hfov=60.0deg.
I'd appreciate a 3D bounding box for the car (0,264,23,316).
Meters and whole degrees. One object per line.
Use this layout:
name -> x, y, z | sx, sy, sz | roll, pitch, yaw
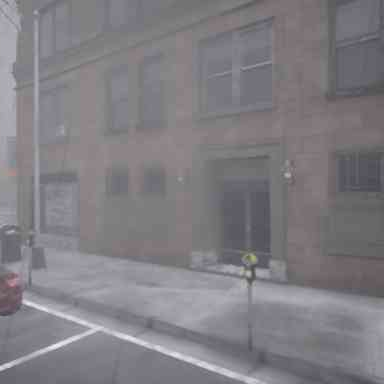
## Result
car -> -4.819, 1.653, 6.285 | 4.206, 1.307, 1.802 | -1, 0, 36
